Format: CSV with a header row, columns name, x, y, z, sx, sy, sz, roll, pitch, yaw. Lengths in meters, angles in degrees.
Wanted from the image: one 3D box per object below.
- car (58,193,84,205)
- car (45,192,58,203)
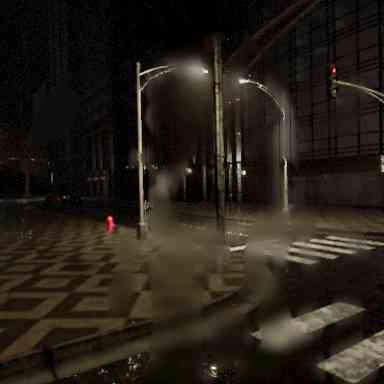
name,x,y,z,sx,sy,sz,roll,pitch,yaw
car,-15.805,0.992,43.840,1.994,1.385,4.181,-2,2,-35
car,-21.338,0.827,51.511,1.882,1.535,5.008,-2,2,-35
